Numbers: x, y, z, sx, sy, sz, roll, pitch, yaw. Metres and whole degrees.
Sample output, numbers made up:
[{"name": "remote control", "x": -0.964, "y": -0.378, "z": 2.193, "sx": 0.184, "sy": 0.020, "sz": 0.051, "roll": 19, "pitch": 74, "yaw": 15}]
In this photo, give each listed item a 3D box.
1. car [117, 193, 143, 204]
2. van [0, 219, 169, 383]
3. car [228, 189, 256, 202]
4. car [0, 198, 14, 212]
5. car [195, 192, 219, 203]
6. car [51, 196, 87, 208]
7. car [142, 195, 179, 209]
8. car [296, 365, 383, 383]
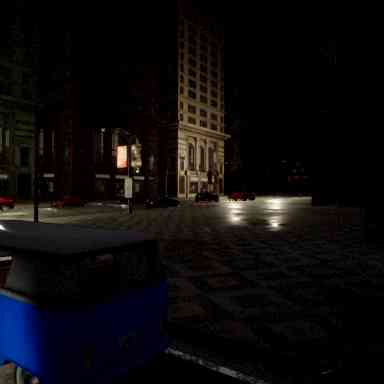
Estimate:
[{"name": "car", "x": -8.724, "y": 0.990, "z": 48.498, "sx": 1.837, "sy": 1.490, "sz": 4.892, "roll": 0, "pitch": 1, "yaw": 35}, {"name": "van", "x": -2.197, "y": 1.340, "z": 4.618, "sx": 3.998, "sy": 1.788, "sz": 1.690, "roll": 0, "pitch": 0, "yaw": 35}, {"name": "car", "x": 8.886, "y": 0.557, "z": 56.236, "sx": 2.150, "sy": 2.045, "sz": 5.566, "roll": 0, "pitch": 1, "yaw": 35}, {"name": "car", "x": -20.077, "y": 1.213, "z": 32.431, "sx": 1.882, "sy": 1.535, "sz": 5.008, "roll": 0, "pitch": 1, "yaw": 35}, {"name": "car", "x": 2.439, "y": 0.749, "z": 52.796, "sx": 2.097, "sy": 1.767, "sz": 4.553, "roll": 0, "pitch": 1, "yaw": 36}, {"name": "car", "x": -14.733, "y": 1.181, "z": 39.997, "sx": 1.994, "sy": 1.385, "sz": 4.181, "roll": 0, "pitch": 1, "yaw": 35}, {"name": "car", "x": -3.364, "y": 1.164, "z": 38.856, "sx": 1.994, "sy": 1.385, "sz": 4.181, "roll": 0, "pitch": 1, "yaw": 35}, {"name": "car", "x": 2.416, "y": 1.582, "z": 1.358, "sx": 4.206, "sy": 1.307, "sz": 1.802, "roll": 0, "pitch": 0, "yaw": 35}]
